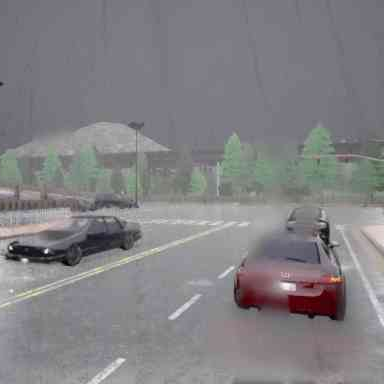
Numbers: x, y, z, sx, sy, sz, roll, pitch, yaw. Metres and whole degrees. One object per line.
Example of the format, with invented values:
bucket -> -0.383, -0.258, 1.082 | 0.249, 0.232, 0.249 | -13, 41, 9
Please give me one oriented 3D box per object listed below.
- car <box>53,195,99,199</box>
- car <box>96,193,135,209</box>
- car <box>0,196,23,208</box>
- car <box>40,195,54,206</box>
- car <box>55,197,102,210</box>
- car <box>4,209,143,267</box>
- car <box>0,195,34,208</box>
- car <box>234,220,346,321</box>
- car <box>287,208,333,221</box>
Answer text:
car -> -14.599, 1.495, 41.878 | 4.892, 1.490, 1.837 | 0, 0, 20
car -> -10.309, 1.215, 44.044 | 5.566, 2.045, 2.150 | 0, 0, 20
car -> -22.427, 1.410, 40.976 | 4.902, 1.511, 2.128 | 1, 1, 20
car -> -19.730, 1.278, 47.448 | 4.553, 1.767, 2.097 | 2, 1, 20
car -> -12.776, 1.561, 37.501 | 4.181, 1.385, 1.994 | 0, 0, 20
car -> -3.749, 1.548, 11.868 | 2.033, 1.411, 5.357 | 0, 0, 22
car -> -24.279, 1.302, 45.369 | 4.902, 1.511, 2.128 | 2, 1, 20
car -> 2.288, 1.564, 7.492 | 1.994, 1.385, 4.181 | 0, 0, 21
car -> 5.537, 1.491, 15.787 | 2.128, 1.511, 4.902 | 0, 0, 22
